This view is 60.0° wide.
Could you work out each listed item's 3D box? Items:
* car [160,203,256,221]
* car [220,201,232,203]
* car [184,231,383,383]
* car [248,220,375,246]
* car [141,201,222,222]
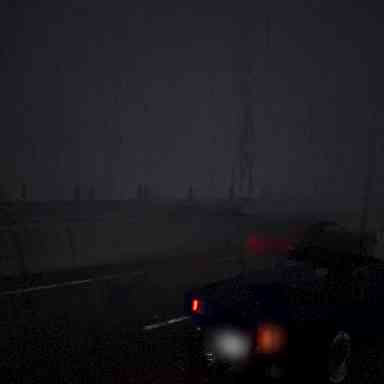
[{"bbox_3d":[1.262,1.540,17.789,5.357,1.411,2.033,0,0,-36],"label":"car"},{"bbox_3d":[2.028,1.466,26.932,5.008,1.535,1.882,0,0,-35],"label":"car"},{"bbox_3d":[2.296,1.598,5.384,4.718,1.301,1.895,0,0,-35],"label":"car"},{"bbox_3d":[4.144,1.595,11.000,4.718,1.301,1.895,0,0,-35],"label":"car"},{"bbox_3d":[-0.792,1.497,20.622,4.892,1.490,1.837,0,0,-35],"label":"car"}]
